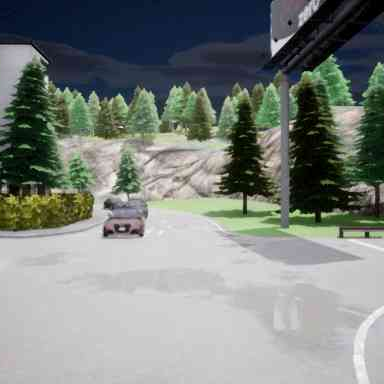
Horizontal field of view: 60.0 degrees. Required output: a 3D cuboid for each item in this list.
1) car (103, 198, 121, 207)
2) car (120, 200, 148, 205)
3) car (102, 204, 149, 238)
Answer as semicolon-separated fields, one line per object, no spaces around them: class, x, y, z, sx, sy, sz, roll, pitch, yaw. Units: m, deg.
car;-9.738;1.502;41.919;1.837;1.490;4.892;0;0;-31
car;-5.077;1.491;30.186;2.128;1.511;4.902;0;0;-15
car;-3.500;1.563;17.668;1.994;1.385;4.181;0;0;-6
